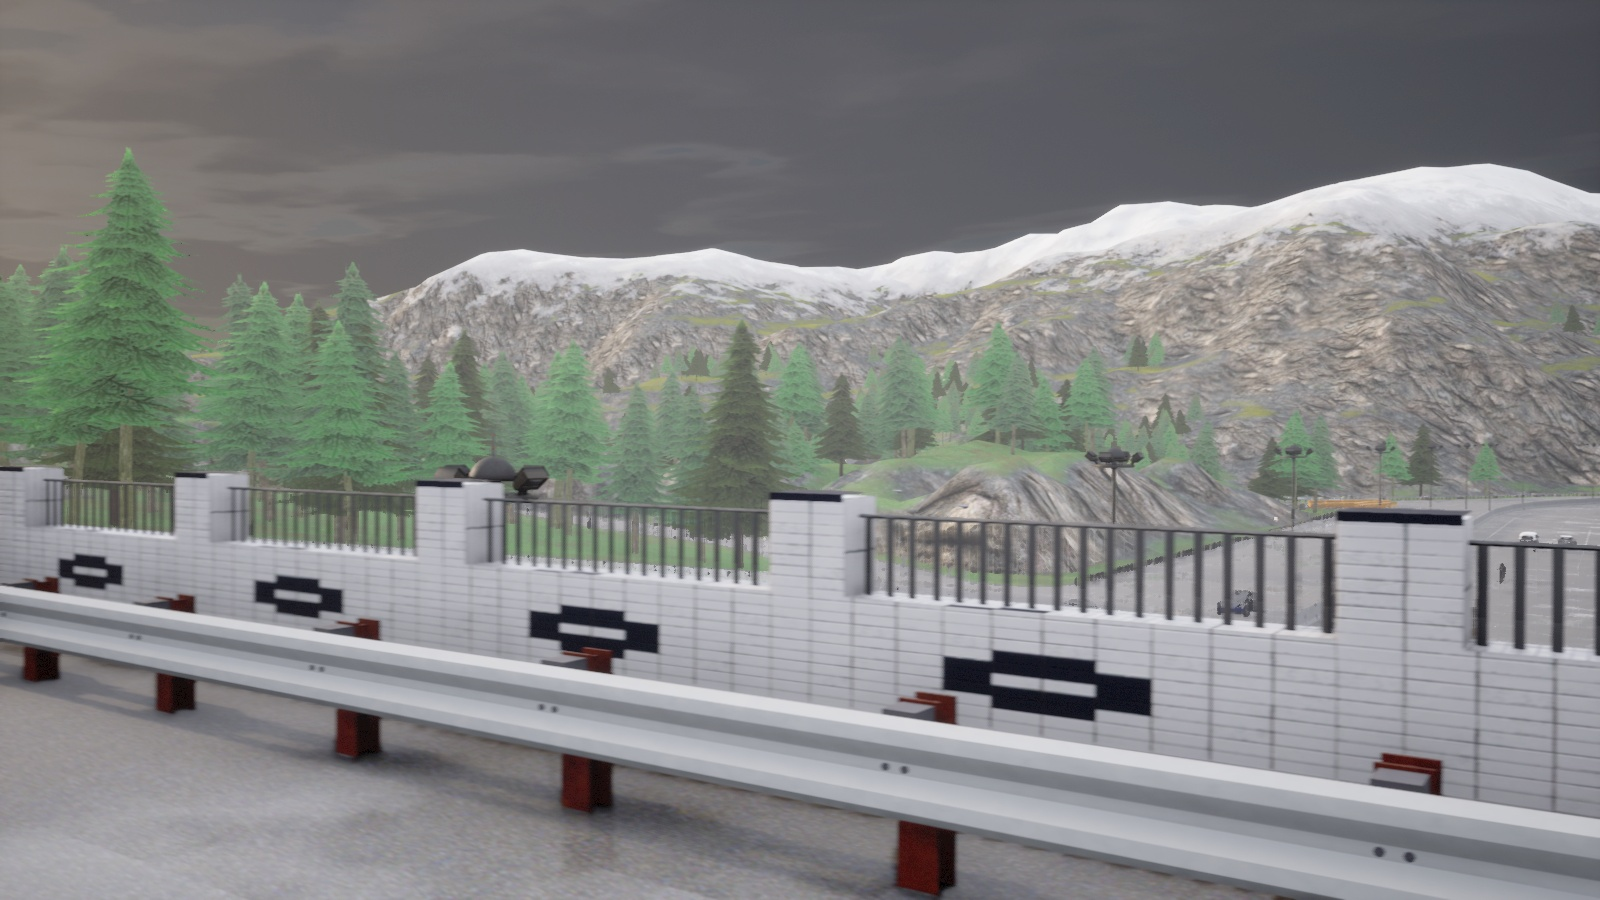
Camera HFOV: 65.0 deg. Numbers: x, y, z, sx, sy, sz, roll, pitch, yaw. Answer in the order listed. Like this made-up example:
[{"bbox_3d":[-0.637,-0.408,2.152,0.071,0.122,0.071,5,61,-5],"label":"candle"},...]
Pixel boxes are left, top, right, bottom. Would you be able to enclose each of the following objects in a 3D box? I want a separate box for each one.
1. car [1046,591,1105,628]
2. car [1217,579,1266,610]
[{"bbox_3d":[17.871,10.306,81.272,2.242,1.667,4.611,0,1,33],"label":"car"},{"bbox_3d":[31.402,10.231,89.193,2.163,1.488,4.792,0,1,33],"label":"car"}]
